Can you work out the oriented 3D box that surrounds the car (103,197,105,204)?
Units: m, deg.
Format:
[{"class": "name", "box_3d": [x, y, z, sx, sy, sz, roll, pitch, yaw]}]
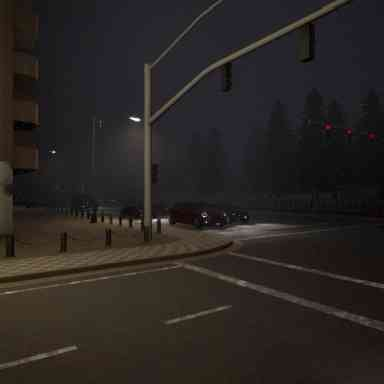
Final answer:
[{"class": "car", "box_3d": [-18.049, 1.656, 60.339, 1.895, 1.301, 4.718, 0, 0, -36]}]

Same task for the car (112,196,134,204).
[{"class": "car", "box_3d": [-11.461, 1.408, 57.183, 2.097, 1.767, 4.553, 0, 0, -36]}]

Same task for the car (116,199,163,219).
[{"class": "car", "box_3d": [-4.733, 1.619, 29.532, 1.994, 1.385, 4.181, 0, 0, -36]}]

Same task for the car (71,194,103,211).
[{"class": "car", "box_3d": [-13.545, 1.278, 41.776, 2.150, 2.045, 5.566, 0, 0, -36]}]

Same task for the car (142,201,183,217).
[{"class": "car", "box_3d": [-3.028, 1.656, 33.154, 1.895, 1.301, 4.718, 0, 0, -36]}]

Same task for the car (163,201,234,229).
[{"class": "car", "box_3d": [0.316, 1.407, 22.518, 2.097, 1.767, 4.553, 0, 0, -36]}]

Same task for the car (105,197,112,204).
[{"class": "car", "box_3d": [-16.723, 1.656, 64.459, 1.895, 1.301, 4.718, 0, 0, -36]}]

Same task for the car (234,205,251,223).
[{"class": "car", "box_3d": [2.394, 1.560, 25.621, 1.837, 1.490, 4.892, 0, 0, -36]}]
